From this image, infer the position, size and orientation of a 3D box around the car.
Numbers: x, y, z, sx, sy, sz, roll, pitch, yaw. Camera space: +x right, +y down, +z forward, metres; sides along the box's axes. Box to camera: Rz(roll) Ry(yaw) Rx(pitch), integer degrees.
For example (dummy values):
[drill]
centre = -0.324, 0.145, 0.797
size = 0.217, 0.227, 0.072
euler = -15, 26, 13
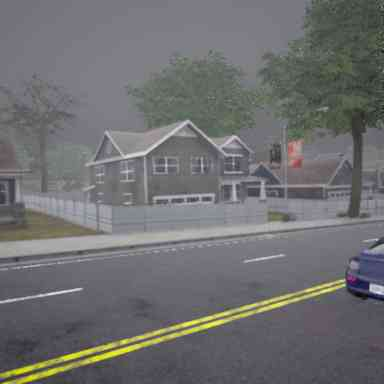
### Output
[car]
centre = 5.148, 1.536, 7.169
size = 4.674, 1.442, 1.812
euler = 0, 0, -35
